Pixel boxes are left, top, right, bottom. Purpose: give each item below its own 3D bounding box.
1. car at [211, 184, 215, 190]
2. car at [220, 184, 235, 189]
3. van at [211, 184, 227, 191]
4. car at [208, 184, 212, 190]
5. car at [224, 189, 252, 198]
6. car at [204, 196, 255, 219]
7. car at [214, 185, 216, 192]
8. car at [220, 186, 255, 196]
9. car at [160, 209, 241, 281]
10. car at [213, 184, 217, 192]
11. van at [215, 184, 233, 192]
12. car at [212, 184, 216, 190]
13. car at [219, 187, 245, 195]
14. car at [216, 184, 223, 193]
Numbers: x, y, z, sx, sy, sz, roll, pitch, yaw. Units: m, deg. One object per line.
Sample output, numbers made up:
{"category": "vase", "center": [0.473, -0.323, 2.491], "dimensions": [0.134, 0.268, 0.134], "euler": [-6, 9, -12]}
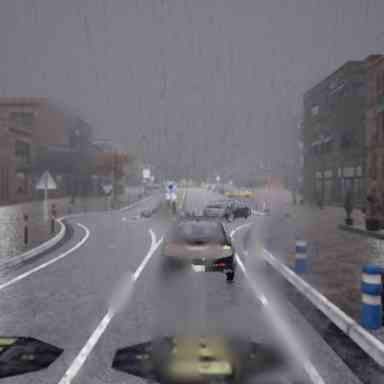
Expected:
{"category": "car", "center": [7.924, -0.602, 81.455], "dimensions": [5.008, 1.535, 2.097], "euler": [0, 2, -1]}
{"category": "car", "center": [8.111, -0.062, 62.171], "dimensions": [4.553, 1.767, 2.185], "euler": [0, 2, -1]}
{"category": "van", "center": [7.642, -1.194, 95.225], "dimensions": [4.442, 1.987, 1.878], "euler": [0, 1, -1]}
{"category": "car", "center": [7.794, -1.084, 89.715], "dimensions": [5.566, 2.045, 2.435], "euler": [0, 1, -1]}
{"category": "car", "center": [8.178, 0.213, 59.425], "dimensions": [4.674, 1.452, 2.002], "euler": [0, 2, -1]}
{"category": "car", "center": [2.626, 1.325, 24.107], "dimensions": [2.128, 1.511, 4.902], "euler": [1, 1, 32]}
{"category": "car", "center": [8.020, -0.337, 73.192], "dimensions": [4.892, 1.521, 2.231], "euler": [0, 2, -1]}
{"category": "car", "center": [8.021, 0.283, 56.666], "dimensions": [5.366, 1.575, 1.946], "euler": [0, 2, -1]}
{"category": "car", "center": [0.177, 1.474, 9.826], "dimensions": [2.128, 1.511, 4.902], "euler": [0, 0, 1]}
{"category": "car", "center": [7.989, -0.429, 75.947], "dimensions": [4.892, 1.521, 2.231], "euler": [0, 2, -1]}
{"category": "van", "center": [8.004, -0.905, 84.083], "dimensions": [4.442, 1.987, 1.878], "euler": [0, 2, -1]}
{"category": "car", "center": [7.921, -0.488, 78.702], "dimensions": [4.792, 1.488, 2.163], "euler": [0, 2, -1]}
{"category": "car", "center": [8.083, -0.145, 67.683], "dimensions": [5.008, 1.535, 2.097], "euler": [0, 2, -1]}
{"category": "car", "center": [8.140, -0.293, 64.920], "dimensions": [5.566, 2.045, 2.435], "euler": [0, 2, -1]}
